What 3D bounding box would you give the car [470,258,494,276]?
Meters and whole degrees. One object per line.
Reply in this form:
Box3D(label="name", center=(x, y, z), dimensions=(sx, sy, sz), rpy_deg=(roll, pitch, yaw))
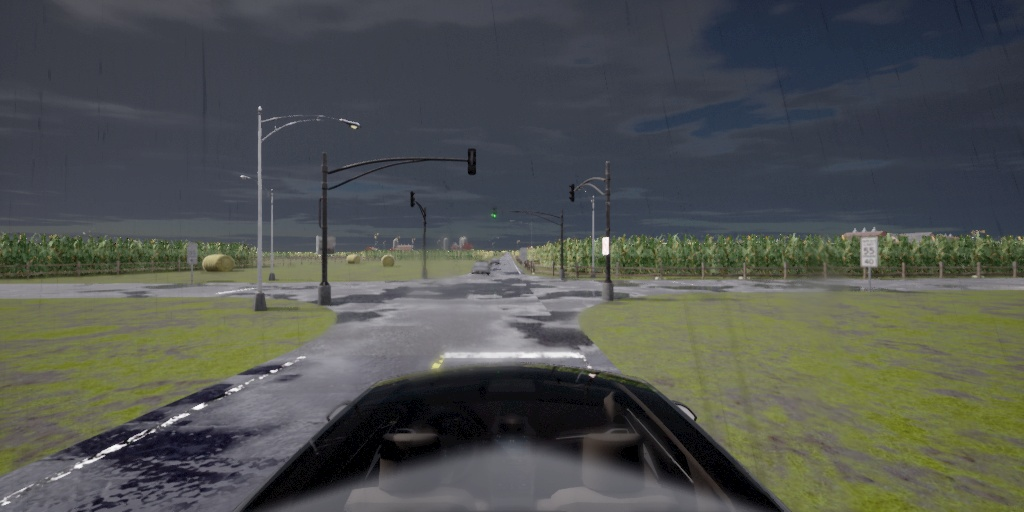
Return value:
Box3D(label="car", center=(-3.132, 1.287, 36.854), dimensions=(1.837, 1.490, 4.892), rpy_deg=(0, 2, -1))
